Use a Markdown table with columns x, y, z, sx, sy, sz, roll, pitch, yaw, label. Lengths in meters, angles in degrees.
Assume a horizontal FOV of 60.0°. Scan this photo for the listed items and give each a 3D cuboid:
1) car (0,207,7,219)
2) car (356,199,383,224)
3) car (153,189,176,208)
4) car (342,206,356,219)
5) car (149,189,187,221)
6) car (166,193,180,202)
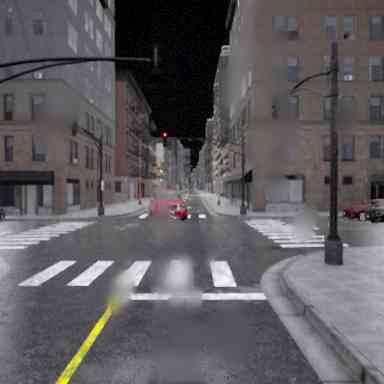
| x | y | z | sx | sy | sz | roll | pitch | yaw | label |
| --- | --- | --- | --- | --- | --- | --- | --- | --- | --- |
| -14.597 | 1.399 | 21.840 | 4.403 | 1.369 | 2.008 | -1 | 1 | 1 | car |
| 12.449 | 1.089 | 18.863 | 5.008 | 1.535 | 1.882 | -1 | 1 | 0 | car |
| -3.044 | 0.664 | 38.416 | 2.150 | 2.045 | 5.566 | 0 | 1 | 0 | car |
| 12.166 | 1.133 | 21.609 | 4.507 | 1.381 | 1.887 | -1 | 1 | 1 | car |
| -1.865 | 0.893 | 24.114 | 2.150 | 2.045 | 5.566 | -1 | 2 | -12 | car |
| -2.980 | 0.798 | 53.735 | 1.895 | 1.301 | 4.718 | 0 | 1 | 1 | car |
